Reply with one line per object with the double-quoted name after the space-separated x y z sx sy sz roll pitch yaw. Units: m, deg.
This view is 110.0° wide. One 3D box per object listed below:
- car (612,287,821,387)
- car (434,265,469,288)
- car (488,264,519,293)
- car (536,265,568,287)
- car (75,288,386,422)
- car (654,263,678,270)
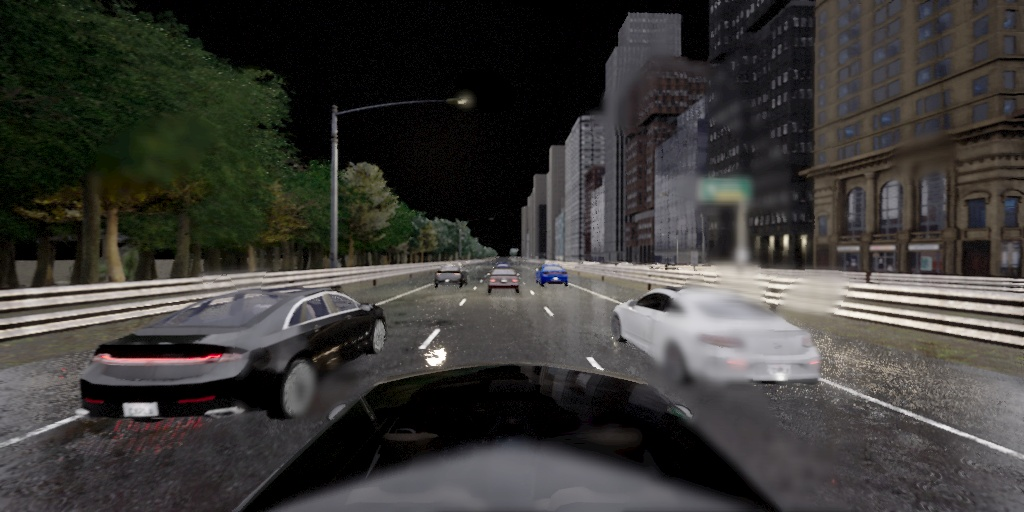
3.402 1.318 6.938 1.812 1.442 4.674 0 0 -2 "car"
-4.099 1.362 24.773 2.128 1.511 4.902 0 0 -2 "car"
-0.525 1.414 22.077 2.033 1.411 5.357 0 0 -2 "car"
2.859 1.383 26.469 1.882 1.535 5.008 0 0 -2 "car"
-3.568 1.251 5.805 2.128 1.511 4.902 0 0 -2 "car"
20.853 1.776 49.955 1.837 1.490 4.892 0 0 -19 "car"
